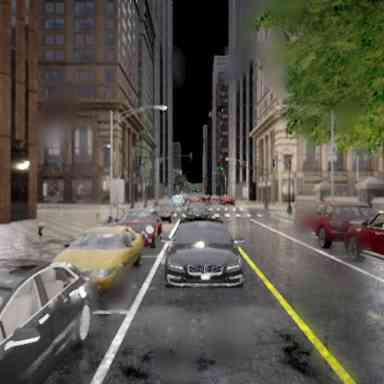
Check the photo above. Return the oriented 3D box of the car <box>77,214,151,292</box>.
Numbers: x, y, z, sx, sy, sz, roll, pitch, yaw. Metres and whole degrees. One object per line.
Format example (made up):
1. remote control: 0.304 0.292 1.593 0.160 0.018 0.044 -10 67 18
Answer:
1. car: -2.381 1.547 9.033 1.752 1.417 4.829 0 0 0

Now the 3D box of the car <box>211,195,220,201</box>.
1. car: 6.371 1.653 90.502 1.967 1.590 4.097 0 0 0

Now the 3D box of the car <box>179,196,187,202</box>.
1. car: -2.185 1.725 79.638 1.887 1.381 4.507 0 0 0

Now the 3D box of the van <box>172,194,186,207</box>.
1. van: -2.260 1.444 52.433 1.690 1.788 3.998 0 0 0

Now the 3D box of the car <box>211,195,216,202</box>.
1. car: 6.341 1.731 79.621 2.008 1.369 4.403 0 0 0

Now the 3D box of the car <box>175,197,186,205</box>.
1. car: -2.230 1.677 63.313 1.887 1.381 4.507 0 0 0

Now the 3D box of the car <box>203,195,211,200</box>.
1. car: 3.587 1.665 83.020 1.882 1.535 5.008 0 0 0

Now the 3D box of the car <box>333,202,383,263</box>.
1. car: 6.146 1.337 9.190 2.192 1.841 5.009 0 0 0

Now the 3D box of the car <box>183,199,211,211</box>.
1. car: 0.433 1.558 27.646 1.837 1.490 4.892 0 0 0

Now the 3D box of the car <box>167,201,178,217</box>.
1. car: -2.334 1.615 25.775 1.947 1.339 4.313 0 0 0

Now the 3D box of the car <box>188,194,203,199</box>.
1. car: 0.546 1.370 68.683 2.150 2.045 5.566 0 0 0

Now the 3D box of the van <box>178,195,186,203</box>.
1. van: -2.200 1.505 74.197 1.690 1.788 3.998 0 0 0

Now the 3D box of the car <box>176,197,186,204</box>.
1. car: -2.215 1.714 68.755 1.947 1.339 4.313 0 0 0

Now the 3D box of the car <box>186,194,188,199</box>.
1. car: -2.245 1.557 57.873 1.967 1.590 4.097 0 0 0

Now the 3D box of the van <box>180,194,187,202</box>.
1. van: -2.169 1.538 85.079 1.690 1.788 3.998 0 0 0

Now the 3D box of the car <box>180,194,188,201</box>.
1. car: -2.154 1.528 90.521 2.192 1.841 5.009 0 0 0

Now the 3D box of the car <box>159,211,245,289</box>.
1. car: 0.284 1.527 9.381 1.837 1.490 4.892 0 0 0

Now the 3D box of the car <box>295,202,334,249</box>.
1. car: 6.162 1.348 14.714 2.192 1.841 5.009 0 0 0

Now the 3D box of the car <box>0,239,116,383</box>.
1. car: -2.396 1.560 3.678 2.008 1.369 4.403 0 0 0

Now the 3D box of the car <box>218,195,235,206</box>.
1. car: 6.281 1.432 57.858 2.192 1.841 5.009 0 0 0

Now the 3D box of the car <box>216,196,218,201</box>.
1. car: 6.296 1.447 63.299 2.192 1.841 5.009 0 0 0

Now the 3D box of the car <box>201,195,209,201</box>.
1. car: 3.616 1.625 93.440 1.882 1.535 5.008 0 0 0

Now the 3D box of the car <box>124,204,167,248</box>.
1. car: -2.364 1.473 14.727 1.967 1.590 4.097 0 0 0
